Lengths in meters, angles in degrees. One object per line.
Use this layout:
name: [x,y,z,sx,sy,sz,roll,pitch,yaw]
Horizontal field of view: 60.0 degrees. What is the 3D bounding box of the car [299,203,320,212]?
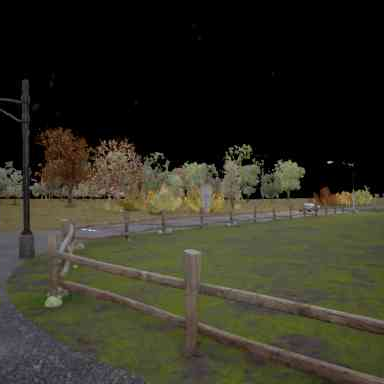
car: [18.813,2.449,53.015,2.033,1.411,5.357,-1,-2,40]
